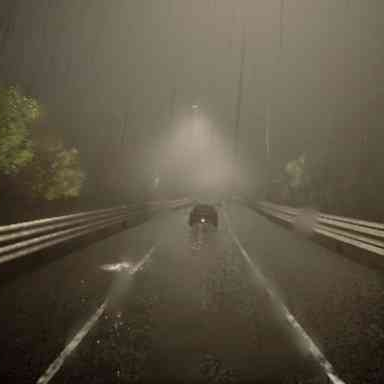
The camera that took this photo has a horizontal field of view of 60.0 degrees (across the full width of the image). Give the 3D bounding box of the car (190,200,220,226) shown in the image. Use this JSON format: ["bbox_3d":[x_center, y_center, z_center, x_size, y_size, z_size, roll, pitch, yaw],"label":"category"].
[{"bbox_3d":[0.892,1.538,23.567,1.837,1.490,4.892,0,0,4],"label":"car"}]

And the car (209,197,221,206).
[{"bbox_3d":[3.898,1.632,55.850,1.812,1.442,4.674,1,0,4],"label":"car"}]
